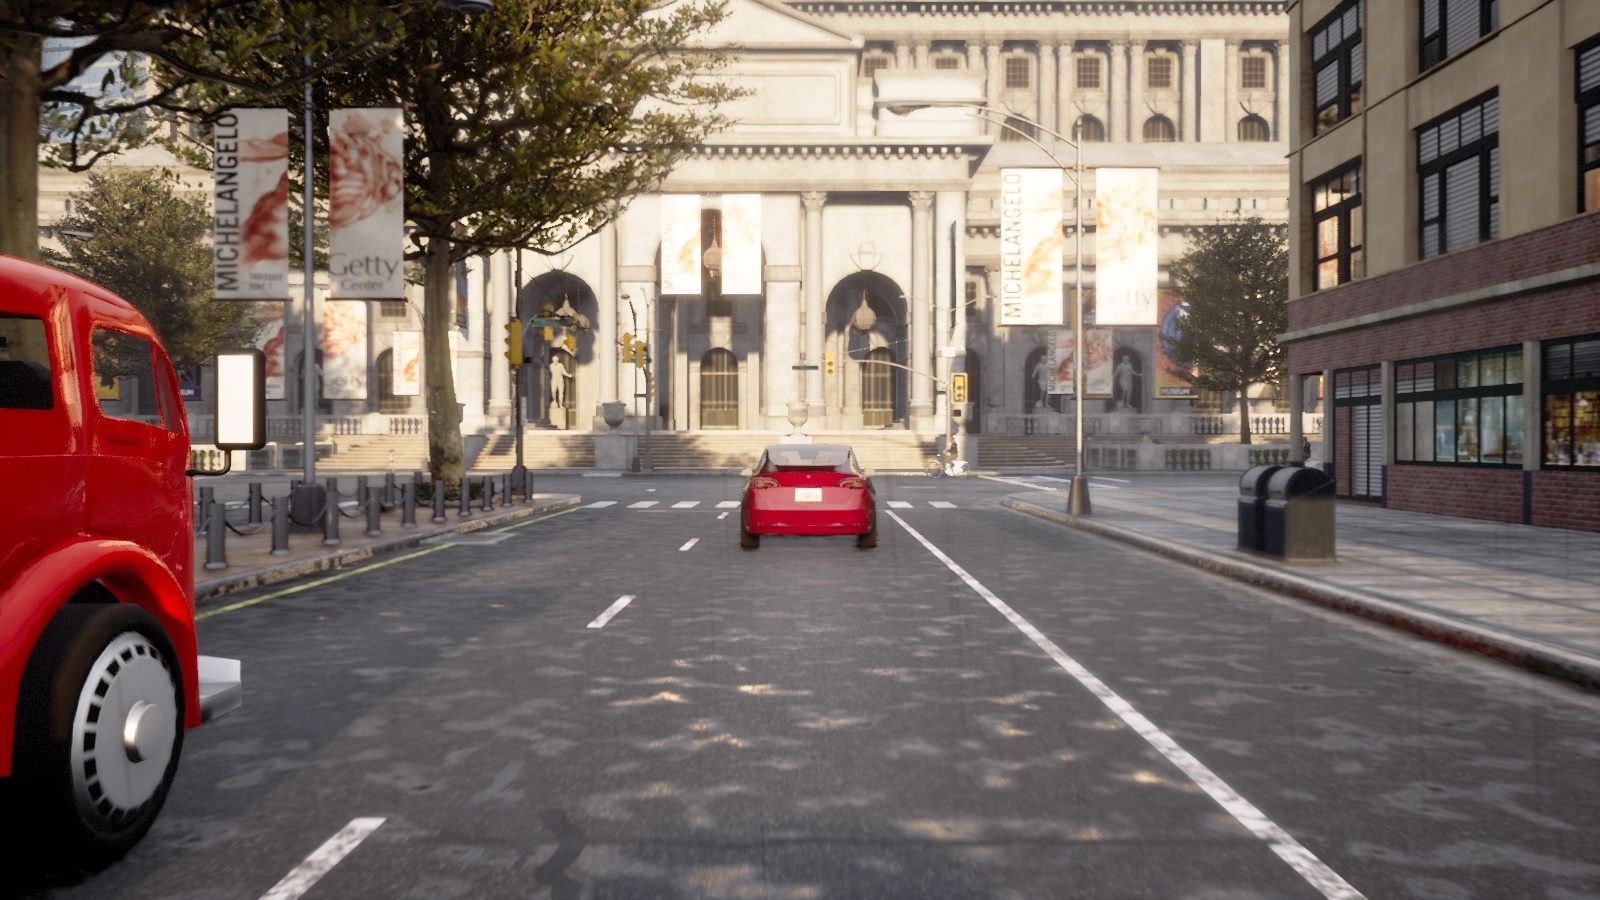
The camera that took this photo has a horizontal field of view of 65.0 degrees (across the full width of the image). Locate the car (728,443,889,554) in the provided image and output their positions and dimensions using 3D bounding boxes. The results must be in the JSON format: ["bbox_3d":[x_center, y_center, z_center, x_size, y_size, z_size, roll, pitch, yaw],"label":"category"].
[{"bbox_3d":[0.128,0.637,19.299,2.163,1.488,4.792,0,0,0],"label":"car"}]

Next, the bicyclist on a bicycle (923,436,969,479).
[{"bbox_3d":[6.075,0.326,52.440,1.843,1.776,0.659,0,0,1],"label":"bicyclist on a bicycle"}]

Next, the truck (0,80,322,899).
[{"bbox_3d":[-3.467,0.240,3.021,2.627,2.467,5.204,0,0,0],"label":"truck"}]
